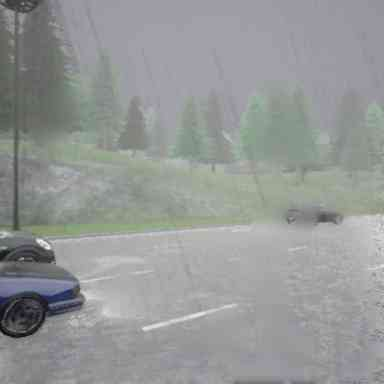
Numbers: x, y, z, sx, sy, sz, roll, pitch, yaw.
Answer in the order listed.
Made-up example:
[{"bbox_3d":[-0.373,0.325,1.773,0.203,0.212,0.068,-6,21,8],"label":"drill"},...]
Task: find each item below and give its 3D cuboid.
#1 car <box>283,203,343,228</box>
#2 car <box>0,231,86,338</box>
[{"bbox_3d":[8.322,1.522,22.636,4.902,1.511,2.128,0,0,-35],"label":"car"},{"bbox_3d":[-4.449,1.547,4.872,5.357,1.411,2.033,0,0,-35],"label":"car"}]
